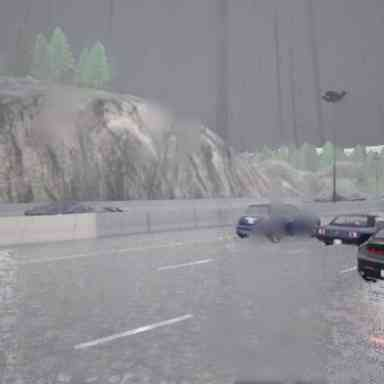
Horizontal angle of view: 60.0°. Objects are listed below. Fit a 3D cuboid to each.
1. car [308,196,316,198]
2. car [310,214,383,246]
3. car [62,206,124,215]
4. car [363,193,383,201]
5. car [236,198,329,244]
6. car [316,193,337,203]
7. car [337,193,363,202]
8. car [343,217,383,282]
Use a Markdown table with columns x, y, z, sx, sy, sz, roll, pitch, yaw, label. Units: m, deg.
| x | y | z | sx | sy | sz | roll | pitch | yaw | label |
| --- | --- | --- | --- | --- | --- | --- | --- | --- | --- |
| 20.958 | 1.392 | 57.139 | 4.902 | 1.511 | 2.128 | 0 | 0 | -40 | car |
| 7.188 | 1.566 | 13.861 | 4.718 | 1.301 | 1.895 | 0 | 0 | -39 | car |
| -5.974 | 1.615 | 21.502 | 4.718 | 1.301 | 1.895 | 0 | 0 | -38 | car |
| 27.676 | 1.283 | 49.070 | 4.553 | 1.767 | 2.097 | 0 | 0 | -40 | car |
| 4.276 | 1.328 | 16.039 | 4.553 | 1.767 | 2.097 | 0 | 0 | -39 | car |
| 23.166 | 1.191 | 54.424 | 5.566 | 2.045 | 2.150 | 0 | 0 | -40 | car |
| 25.398 | 1.200 | 51.728 | 5.566 | 2.045 | 2.150 | 0 | 0 | -40 | car |
| 6.037 | 1.477 | 8.478 | 4.892 | 1.490 | 1.837 | 0 | 0 | -38 | car |
